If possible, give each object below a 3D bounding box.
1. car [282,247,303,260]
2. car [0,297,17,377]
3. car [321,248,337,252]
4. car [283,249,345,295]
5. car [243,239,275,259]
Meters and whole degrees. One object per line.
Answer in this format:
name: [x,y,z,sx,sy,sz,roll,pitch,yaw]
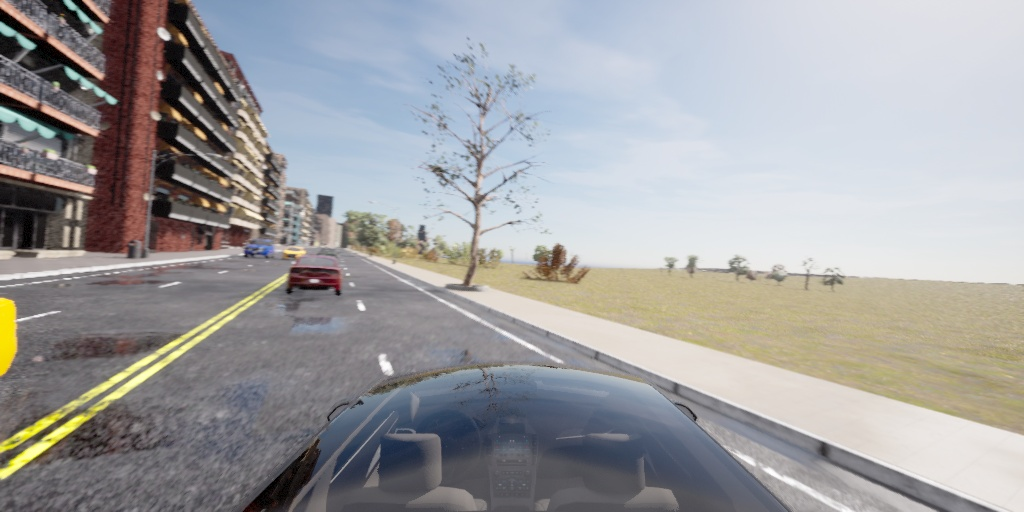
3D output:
car: [-24.093,-0.300,39.773,1.882,1.535,5.008,4,-1,-26]
car: [-5.497,0.816,1.790,1.882,1.535,5.008,4,0,-26]
car: [-19.245,-0.079,37.653,2.097,1.767,4.553,4,0,-26]
car: [-8.347,0.701,15.416,1.882,1.535,5.008,4,0,-26]
car: [-27.224,-0.797,38.845,2.150,2.045,5.566,4,0,-26]
